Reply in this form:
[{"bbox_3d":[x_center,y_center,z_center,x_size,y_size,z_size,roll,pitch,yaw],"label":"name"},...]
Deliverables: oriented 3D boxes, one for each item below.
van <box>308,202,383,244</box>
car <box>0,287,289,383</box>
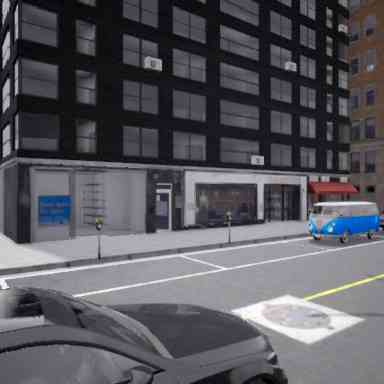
[{"bbox_3d":[7.074,1.342,15.444,3.998,1.788,1.690,0,0,-36],"label":"van"},{"bbox_3d":[-1.290,1.525,2.514,4.674,1.442,1.812,0,0,-36],"label":"car"}]
